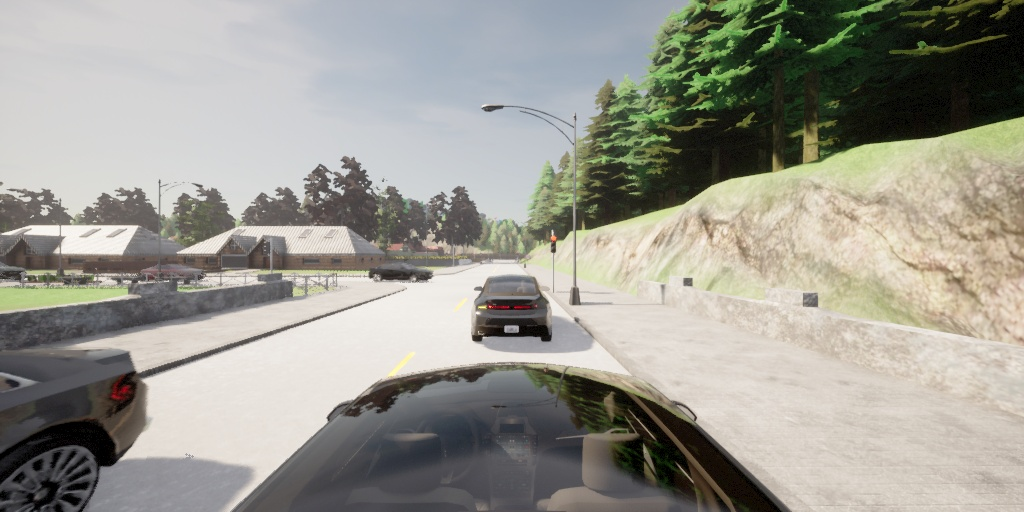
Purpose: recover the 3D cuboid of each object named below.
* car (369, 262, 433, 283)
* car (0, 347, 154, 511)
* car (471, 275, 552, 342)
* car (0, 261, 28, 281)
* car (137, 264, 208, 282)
[{"bbox_3d":[-8.458,1.227,27.399,5.008,1.535,1.882,0,-1,16],"label":"car"},{"bbox_3d":[-4.090,1.241,1.065,2.128,1.511,4.902,0,0,0],"label":"car"},{"bbox_3d":[-0.009,1.255,9.792,1.837,1.490,4.892,0,0,0],"label":"car"},{"bbox_3d":[-41.036,1.101,27.984,4.553,1.767,2.097,0,0,0],"label":"car"},{"bbox_3d":[-26.497,1.314,28.094,4.181,1.385,1.994,0,0,-1],"label":"car"}]
